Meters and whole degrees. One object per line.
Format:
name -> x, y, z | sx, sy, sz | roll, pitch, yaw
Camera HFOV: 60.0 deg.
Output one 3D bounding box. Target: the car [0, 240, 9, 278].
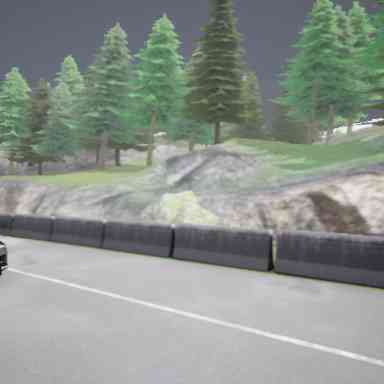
car -> -6.675, 1.505, 8.621 | 4.902, 1.511, 2.128 | 0, 0, 35
